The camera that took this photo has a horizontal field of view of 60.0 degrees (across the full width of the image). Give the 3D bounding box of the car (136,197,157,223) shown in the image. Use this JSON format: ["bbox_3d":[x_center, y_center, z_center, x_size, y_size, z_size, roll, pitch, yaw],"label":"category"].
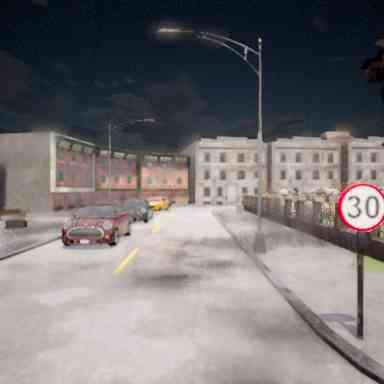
[{"bbox_3d":[-4.097,1.258,24.642,2.097,1.767,4.553,0,0,0],"label":"car"}]

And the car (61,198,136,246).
[{"bbox_3d":[-4.096,1.295,14.929,2.097,1.767,4.553,0,0,0],"label":"car"}]

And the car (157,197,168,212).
[{"bbox_3d":[-3.954,1.339,36.602,1.882,1.535,5.008,0,0,10],"label":"car"}]
